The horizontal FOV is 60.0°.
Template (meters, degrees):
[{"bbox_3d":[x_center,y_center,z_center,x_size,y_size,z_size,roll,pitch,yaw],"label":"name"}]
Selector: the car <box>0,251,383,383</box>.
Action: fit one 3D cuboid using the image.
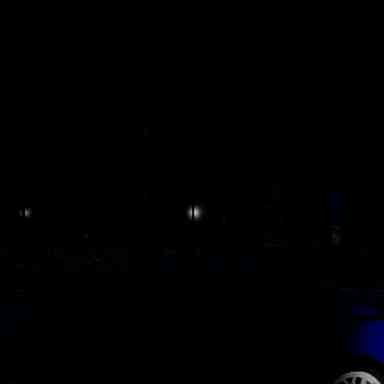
[{"bbox_3d":[-0.001,1.477,3.860,5.008,1.535,1.882,0,0,-3],"label":"car"}]
